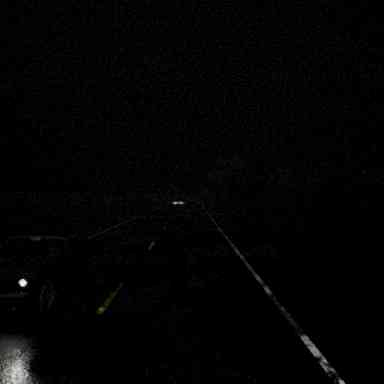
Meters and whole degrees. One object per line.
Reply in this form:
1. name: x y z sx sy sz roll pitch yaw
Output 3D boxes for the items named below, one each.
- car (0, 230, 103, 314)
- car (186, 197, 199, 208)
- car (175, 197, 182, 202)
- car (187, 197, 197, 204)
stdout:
1. car: -3.600 1.635 7.796 1.895 1.301 4.718 0 0 0
2. car: 0.103 1.740 51.937 1.812 1.442 4.674 0 0 0
3. car: -3.496 1.943 86.790 1.895 1.301 4.718 0 0 0
4. car: 0.008 1.828 70.563 2.033 1.411 5.357 0 0 0
